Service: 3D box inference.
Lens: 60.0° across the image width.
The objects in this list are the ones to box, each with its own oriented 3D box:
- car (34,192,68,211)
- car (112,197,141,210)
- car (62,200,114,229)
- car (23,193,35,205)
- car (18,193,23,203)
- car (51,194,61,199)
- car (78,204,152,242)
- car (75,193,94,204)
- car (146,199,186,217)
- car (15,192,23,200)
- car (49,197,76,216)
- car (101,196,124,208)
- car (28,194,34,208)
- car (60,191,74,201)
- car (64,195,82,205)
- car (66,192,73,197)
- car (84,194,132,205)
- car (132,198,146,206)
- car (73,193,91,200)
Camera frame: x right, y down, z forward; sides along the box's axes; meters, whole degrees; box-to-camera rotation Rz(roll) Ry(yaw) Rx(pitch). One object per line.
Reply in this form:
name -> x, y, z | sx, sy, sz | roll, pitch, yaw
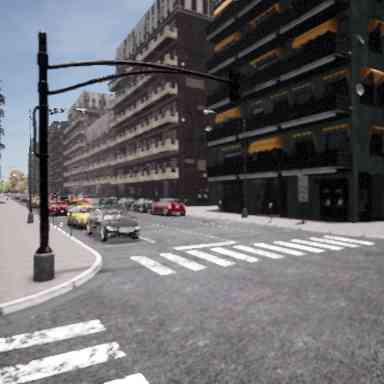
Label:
car -> -15.061, 1.174, 35.294 | 2.192, 1.841, 5.009 | 1, 0, -30
car -> -7.802, 1.364, 39.478 | 2.008, 1.369, 4.403 | 1, 0, -30
car -> -6.577, 1.439, 20.708 | 1.752, 1.417, 4.829 | 1, 0, -30
car -> -23.460, 1.122, 49.732 | 2.192, 1.841, 5.009 | 1, 0, -30
car -> -31.862, 1.323, 64.170 | 1.947, 1.339, 4.313 | 1, 0, -30
car -> -35.800, 1.214, 87.606 | 1.947, 1.339, 4.313 | 1, 0, -30
car -> -3.863, 1.482, 16.042 | 2.008, 1.369, 4.403 | 1, 0, -30
car -> -18.999, 1.060, 58.730 | 2.192, 1.841, 5.009 | 1, 0, -30
car -> -2.202, 1.289, 29.853 | 1.967, 1.590, 4.097 | 1, 0, -30
car -> -40.258, 1.024, 78.608 | 2.192, 1.841, 5.009 | 1, 0, -30
car -> -12.263, 1.421, 30.481 | 1.887, 1.381, 4.507 | 1, 0, -30
car -> -10.687, 1.320, 44.438 | 1.752, 1.417, 4.829 | 1, 0, -30
car -> -20.577, 1.350, 44.772 | 1.752, 1.417, 4.829 | 1, 0, -30
car -> -28.517, 0.911, 75.680 | 2.150, 2.045, 5.566 | 0, 0, -30
car -> -19.487, 1.248, 54.193 | 1.882, 1.535, 5.008 | 0, 0, -30
car -> -18.873, 1.033, 47.143 | 2.150, 2.045, 5.566 | 0, 0, -30
car -> -6.646, 1.237, 25.951 | 2.097, 1.767, 4.553 | 0, 0, -30
car -> -5.003, 1.382, 34.666 | 2.008, 1.369, 4.403 | 1, 0, -30
car -> -14.522, 1.152, 45.755 | 2.097, 1.767, 4.553 | 0, 0, -28
